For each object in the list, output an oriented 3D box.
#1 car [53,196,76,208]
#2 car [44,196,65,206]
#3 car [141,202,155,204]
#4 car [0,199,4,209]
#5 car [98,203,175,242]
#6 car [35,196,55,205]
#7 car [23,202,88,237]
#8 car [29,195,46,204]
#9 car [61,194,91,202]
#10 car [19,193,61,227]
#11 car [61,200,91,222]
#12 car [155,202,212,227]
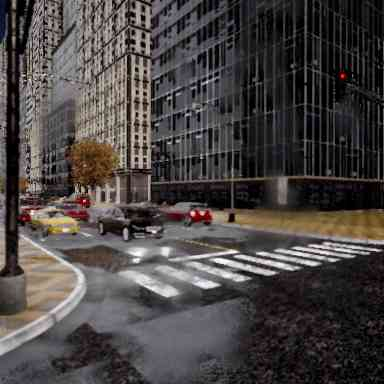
[{"bbox_3d":[-17.542,1.359,45.707,1.752,1.417,4.829,1,0,-36],"label":"car"},{"bbox_3d":[-20.812,1.348,50.135,1.887,1.381,4.507,1,0,-36],"label":"car"},{"bbox_3d":[-3.879,1.502,27.371,2.008,1.369,4.403,1,0,-36],"label":"car"},{"bbox_3d":[-24.186,1.331,40.596,1.887,1.381,4.507,1,0,-36],"label":"car"},{"bbox_3d":[-3.058,1.464,16.335,1.837,1.490,4.892,0,0,-36],"label":"car"},{"bbox_3d":[-24.183,1.321,54.700,2.008,1.369,4.403,1,0,-36],"label":"car"},{"bbox_3d":[-7.331,1.454,17.553,1.752,1.417,4.829,1,0,-36],"label":"car"},{"bbox_3d":[-27.655,1.261,59.403,1.752,1.417,4.829,1,0,-36],"label":"car"},{"bbox_3d":[-14.068,1.180,41.007,2.192,1.841,5.009,1,0,-36],"label":"car"},{"bbox_3d":[-10.778,1.217,22.276,2.192,1.841,5.009,1,0,-36],"label":"car"},{"bbox_3d":[-9.087,1.514,24.499,1.895,1.301,4.718,0,0,-36],"label":"car"},{"bbox_3d":[-0.480,1.418,22.821,1.967,1.590,4.097,1,0,-36],"label":"car"}]
